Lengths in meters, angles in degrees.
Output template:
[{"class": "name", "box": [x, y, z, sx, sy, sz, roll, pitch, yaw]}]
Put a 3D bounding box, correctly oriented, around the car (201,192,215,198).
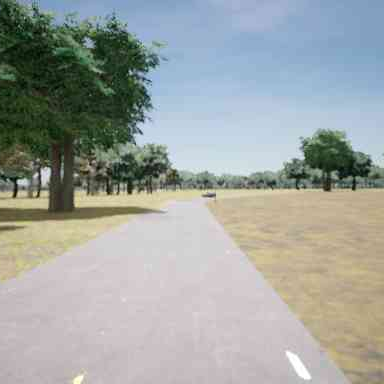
[{"class": "car", "box": [3.816, 0.730, 77.932, 1.895, 1.301, 4.718, 0, 1, 26]}]
